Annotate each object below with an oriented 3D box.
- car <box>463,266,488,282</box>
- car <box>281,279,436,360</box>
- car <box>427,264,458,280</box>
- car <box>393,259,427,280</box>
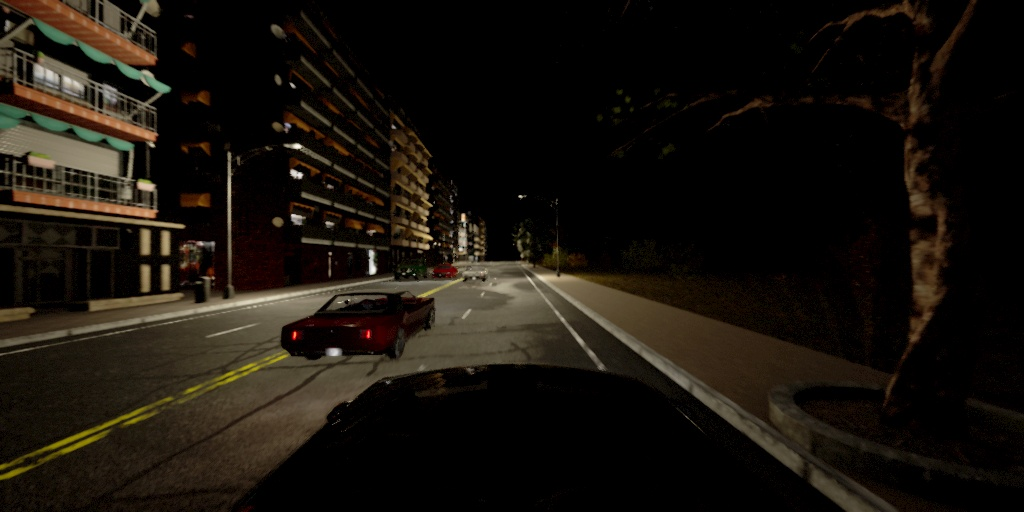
[{"bbox_3d":[-3.160,1.567,32.063,1.895,1.301,4.718,-1,0,0],"label":"car"},{"bbox_3d":[-3.166,1.435,8.597,1.895,1.301,4.718,-1,0,0],"label":"car"},{"bbox_3d":[-6.594,1.511,35.463,1.882,1.535,5.008,-1,0,0],"label":"car"},{"bbox_3d":[-9.848,1.304,35.368,2.150,2.045,5.566,-1,-1,0],"label":"car"}]
